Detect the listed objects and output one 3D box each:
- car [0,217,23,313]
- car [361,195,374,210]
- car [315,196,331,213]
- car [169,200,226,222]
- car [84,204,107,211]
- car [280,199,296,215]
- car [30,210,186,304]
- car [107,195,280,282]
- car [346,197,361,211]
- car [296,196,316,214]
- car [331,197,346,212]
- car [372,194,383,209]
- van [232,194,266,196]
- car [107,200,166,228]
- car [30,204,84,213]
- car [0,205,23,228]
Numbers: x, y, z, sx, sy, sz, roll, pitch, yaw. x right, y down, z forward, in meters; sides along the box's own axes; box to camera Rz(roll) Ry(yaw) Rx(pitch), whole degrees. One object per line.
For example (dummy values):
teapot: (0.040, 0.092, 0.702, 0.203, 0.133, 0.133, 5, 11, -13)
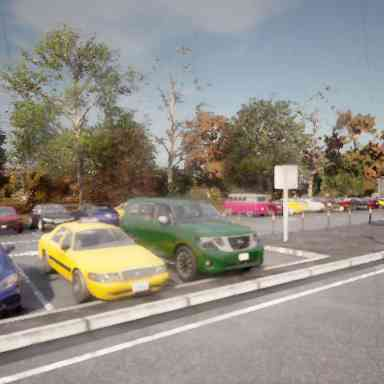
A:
car: (-4.928, 1.533, 7.086, 2.002, 1.452, 4.674, 0, 0, -36)
car: (18.413, 1.380, 39.847, 2.231, 1.521, 4.892, 0, 0, -36)
car: (11.638, 1.441, 35.007, 2.002, 1.452, 4.674, 0, 0, -36)
car: (0.366, 1.473, 26.912, 2.163, 1.488, 4.792, 0, 0, -36)
car: (-6.442, 1.499, 22.116, 2.163, 1.488, 4.792, 0, 0, -36)
car: (7.122, 1.458, 31.776, 2.002, 1.452, 4.674, 0, 0, -36)
car: (-2.539, 1.481, 8.563, 1.946, 1.575, 5.366, 0, 0, -36)
car: (-0.350, 1.224, 10.321, 2.435, 2.045, 5.566, 0, 0, -36)
car: (16.149, 1.386, 38.243, 2.097, 1.535, 5.008, 0, 0, -36)
car: (9.382, 1.409, 33.390, 2.097, 1.535, 5.008, 0, 0, -36)
car: (13.876, 1.268, 36.649, 2.185, 1.767, 4.553, 0, 0, -36)
car: (20.649, 1.401, 41.490, 2.163, 1.488, 4.792, 0, 0, -36)
van: (4.795, 1.200, 30.259, 1.878, 1.987, 4.442, 0, 0, -36)
car: (-4.059, 1.458, 23.555, 1.946, 1.575, 5.366, 0, 0, -36)
car: (-8.686, 1.480, 20.483, 2.231, 1.521, 4.892, 0, 0, -36)
car: (-10.943, 1.487, 18.868, 2.097, 1.535, 5.008, 0, 0, -36)
